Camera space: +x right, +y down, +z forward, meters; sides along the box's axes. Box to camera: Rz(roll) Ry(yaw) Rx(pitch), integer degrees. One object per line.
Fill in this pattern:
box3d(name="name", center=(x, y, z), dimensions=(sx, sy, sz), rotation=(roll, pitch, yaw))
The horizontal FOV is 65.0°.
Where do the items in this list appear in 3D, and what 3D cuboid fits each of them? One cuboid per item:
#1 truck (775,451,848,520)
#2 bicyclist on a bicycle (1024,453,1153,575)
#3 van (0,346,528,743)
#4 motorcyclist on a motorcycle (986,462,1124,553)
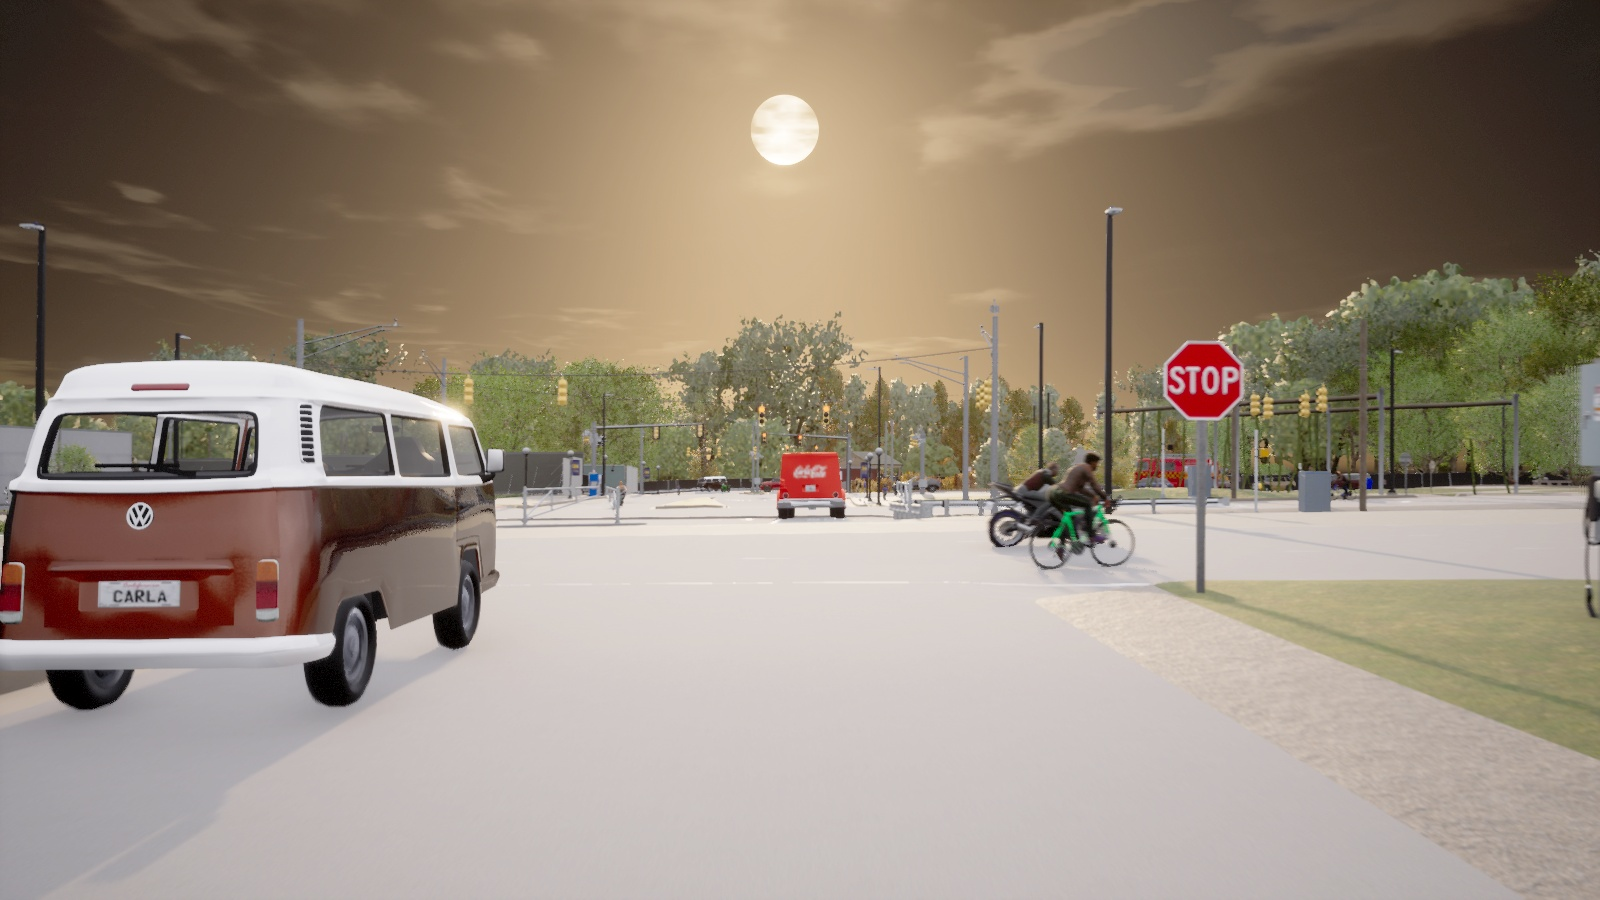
box3d(name="truck", center=(0.466, 1.397, 48.066), dimensions=(2.627, 2.467, 5.204), rotation=(-1, -2, 1))
box3d(name="bicyclist on a bicycle", center=(3.987, 0.859, 17.349), dimensions=(1.656, 1.620, 0.582), rotation=(0, 1, -18))
box3d(name="van", center=(-3.438, 0.528, 8.752), dimensions=(2.069, 2.038, 4.480), rotation=(-1, -1, 0))
box3d(name="motorcyclist on a motorcycle", center=(4.480, 0.996, 22.130), dimensions=(2.191, 1.530, 0.866), rotation=(-1, 0, -9))
